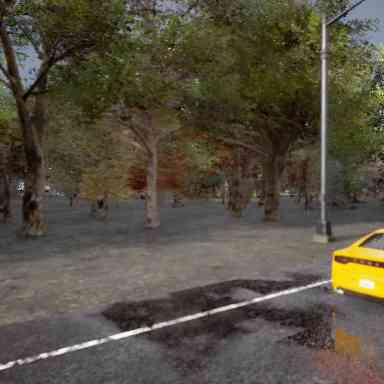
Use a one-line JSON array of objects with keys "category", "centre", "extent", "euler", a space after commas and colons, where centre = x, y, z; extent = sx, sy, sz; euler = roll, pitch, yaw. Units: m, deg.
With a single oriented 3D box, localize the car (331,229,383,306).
[{"category": "car", "centre": [5.172, 1.522, 7.442], "extent": [5.008, 1.535, 1.882], "euler": [0, 0, -36]}]
